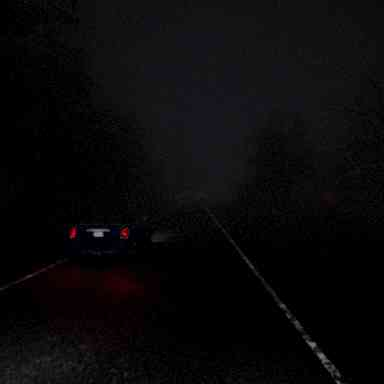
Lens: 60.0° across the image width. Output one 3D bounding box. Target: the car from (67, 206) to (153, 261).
[{"bbox_3d":[-2.744,1.280,12.148,2.097,1.767,4.553,0,0,2],"label":"car"}]
